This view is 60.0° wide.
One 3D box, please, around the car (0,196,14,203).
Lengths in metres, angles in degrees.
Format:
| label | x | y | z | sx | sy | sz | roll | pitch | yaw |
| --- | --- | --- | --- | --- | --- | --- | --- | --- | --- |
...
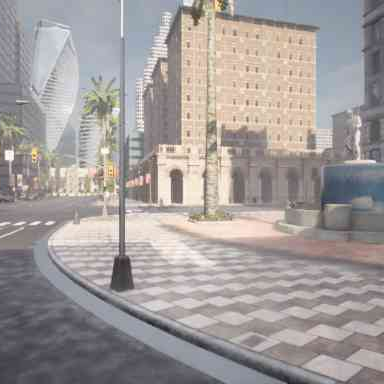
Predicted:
| label | x | y | z | sx | sy | sz | roll | pitch | yaw |
| --- | --- | --- | --- | --- | --- | --- | --- | --- | --- |
| car | -38.961 | 1.513 | 70.149 | 2.161 | 1.482 | 4.786 | 0 | 0 | -15 |
